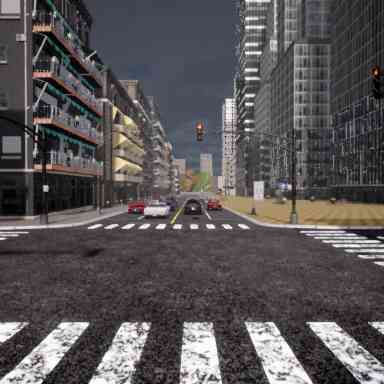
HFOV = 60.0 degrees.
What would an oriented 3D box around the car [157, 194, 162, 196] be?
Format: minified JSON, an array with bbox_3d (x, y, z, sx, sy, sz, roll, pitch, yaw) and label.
[{"bbox_3d":[-5.640,1.313,52.365,2.192,1.841,5.009,-1,0,0],"label":"car"}]

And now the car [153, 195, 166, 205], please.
[{"bbox_3d":[-5.632,1.439,58.013,1.967,1.590,4.097,-1,0,0],"label":"car"}]

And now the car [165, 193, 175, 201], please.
[{"bbox_3d":[-5.599,1.322,86.258,2.192,1.841,5.009,-1,0,0],"label":"car"}]

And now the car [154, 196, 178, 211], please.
[{"bbox_3d":[-3.039,1.560,39.528,1.994,1.385,4.181,0,0,1],"label":"car"}]

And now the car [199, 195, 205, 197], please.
[{"bbox_3d":[2.724,1.551,63.709,2.008,1.369,4.403,-1,0,0],"label":"car"}]

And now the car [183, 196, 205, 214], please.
[{"bbox_3d":[0.128,1.521,35.970,1.812,1.442,4.674,0,0,0],"label":"car"}]

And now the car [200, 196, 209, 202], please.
[{"bbox_3d":[2.738,1.548,75.007,1.887,1.381,4.507,-1,0,0],"label":"car"}]

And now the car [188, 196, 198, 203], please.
[{"bbox_3d":[0.191,1.602,68.106,1.895,1.301,4.718,0,0,0],"label":"car"}]

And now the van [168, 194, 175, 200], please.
[{"bbox_3d":[-5.591,1.351,91.906,1.690,1.788,3.998,-1,0,0],"label":"van"}]

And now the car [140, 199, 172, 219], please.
[{"bbox_3d":[-3.063,1.597,29.467,1.895,1.301,4.718,0,0,0],"label":"car"}]

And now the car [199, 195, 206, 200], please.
[{"bbox_3d":[2.759,1.535,92.125,1.752,1.417,4.829,-1,0,0],"label":"car"}]

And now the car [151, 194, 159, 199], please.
[{"bbox_3d":[-5.652,1.436,41.066,1.967,1.590,4.097,-1,0,0],"label":"car"}]

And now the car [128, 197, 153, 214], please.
[{"bbox_3d":[-5.658,1.540,35.417,1.887,1.381,4.507,-1,0,0],"label":"car"}]

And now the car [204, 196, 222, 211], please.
[{"bbox_3d":[2.696,1.541,41.113,1.887,1.381,4.507,-1,0,0],"label":"car"}]

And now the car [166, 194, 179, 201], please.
[{"bbox_3d":[-3.028,1.502,49.709,1.837,1.490,4.892,0,0,0],"label":"car"}]

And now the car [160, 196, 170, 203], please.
[{"bbox_3d":[-5.616,1.584,69.311,1.802,1.307,4.206,-1,0,0],"label":"car"}]
